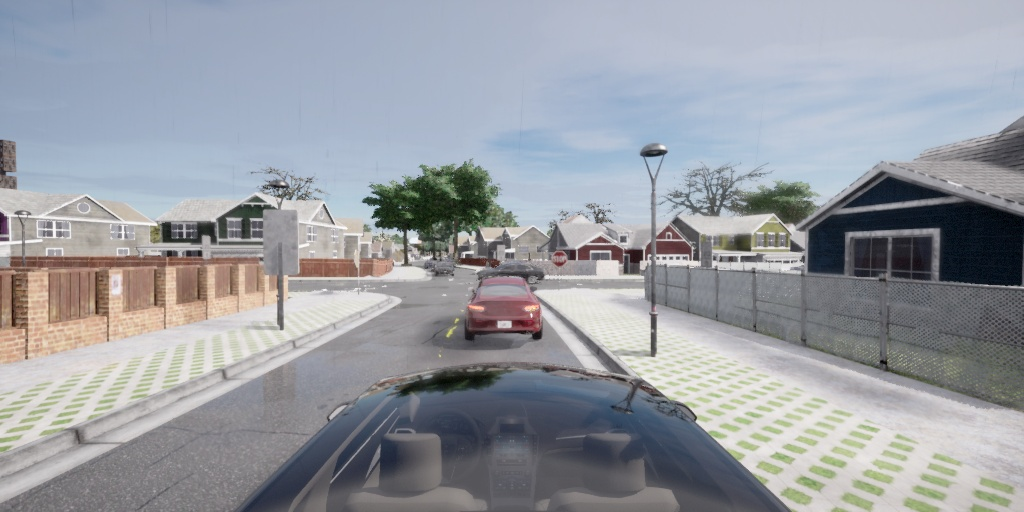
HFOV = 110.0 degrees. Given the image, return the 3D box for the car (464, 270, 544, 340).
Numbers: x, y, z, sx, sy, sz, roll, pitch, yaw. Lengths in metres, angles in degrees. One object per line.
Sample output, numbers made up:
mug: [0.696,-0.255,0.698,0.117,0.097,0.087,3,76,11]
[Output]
car: [-0.254,1.274,9.831,1.812,1.442,4.674,0,0,-2]

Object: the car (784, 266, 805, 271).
car: [26.834,1.590,33.027,4.181,1.385,1.994,1,1,-17]

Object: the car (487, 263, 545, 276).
car: [-0.092,1.259,25.870,4.892,1.490,1.837,1,0,-12]

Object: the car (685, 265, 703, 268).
car: [14.455,1.467,29.347,4.181,1.385,1.994,1,1,-16]

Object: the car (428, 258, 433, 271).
car: [-9.462,1.272,46.450,1.837,1.490,4.892,0,0,-16]

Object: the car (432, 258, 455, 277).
car: [-6.994,1.268,36.818,1.837,1.490,4.892,0,0,-13]

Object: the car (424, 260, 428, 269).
car: [-12.731,1.319,56.629,2.033,1.411,5.357,0,0,-19]
